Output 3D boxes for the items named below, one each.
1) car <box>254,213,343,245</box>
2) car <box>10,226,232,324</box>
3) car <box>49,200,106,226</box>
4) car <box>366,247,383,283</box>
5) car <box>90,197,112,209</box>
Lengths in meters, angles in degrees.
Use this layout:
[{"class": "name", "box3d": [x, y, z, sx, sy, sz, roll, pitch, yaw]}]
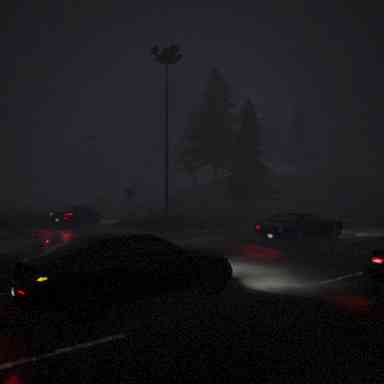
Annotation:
[{"class": "car", "box3d": [5.274, 1.665, 16.098, 4.718, 1.301, 1.895, 0, 0, -35]}, {"class": "car", "box3d": [-1.252, 1.540, 7.150, 4.674, 1.442, 1.812, 0, 0, -35]}, {"class": "car", "box3d": [-8.063, 1.558, 23.241, 1.812, 1.442, 4.674, 1, 0, 11]}, {"class": "car", "box3d": [6.525, 1.595, 8.396, 5.357, 1.411, 2.033, 0, 0, -35]}, {"class": "car", "box3d": [-13.257, 1.430, 47.210, 2.097, 1.767, 4.553, 0, 0, -40]}]
